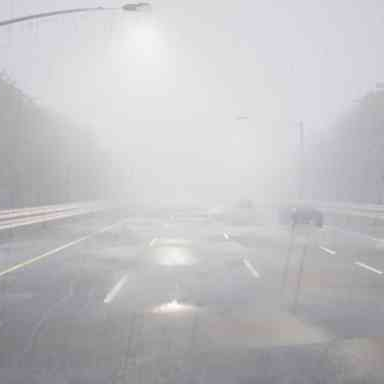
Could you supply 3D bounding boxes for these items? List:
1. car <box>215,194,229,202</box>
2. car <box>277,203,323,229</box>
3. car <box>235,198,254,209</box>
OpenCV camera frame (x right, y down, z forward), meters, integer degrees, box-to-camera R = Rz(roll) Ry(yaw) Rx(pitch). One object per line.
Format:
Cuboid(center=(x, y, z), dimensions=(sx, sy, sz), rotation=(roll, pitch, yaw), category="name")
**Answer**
Cuboid(center=(7.022, 1.408, 74.682), dimensions=(2.097, 1.767, 4.553), rotation=(0, 0, 0), category="car")
Cuboid(center=(6.994, 1.512, 21.890), dimensions=(1.837, 1.490, 4.892), rotation=(0, 0, 0), category="car")
Cuboid(center=(6.988, 1.563, 44.605), dimensions=(2.033, 1.411, 5.357), rotation=(0, 0, 0), category="car")
